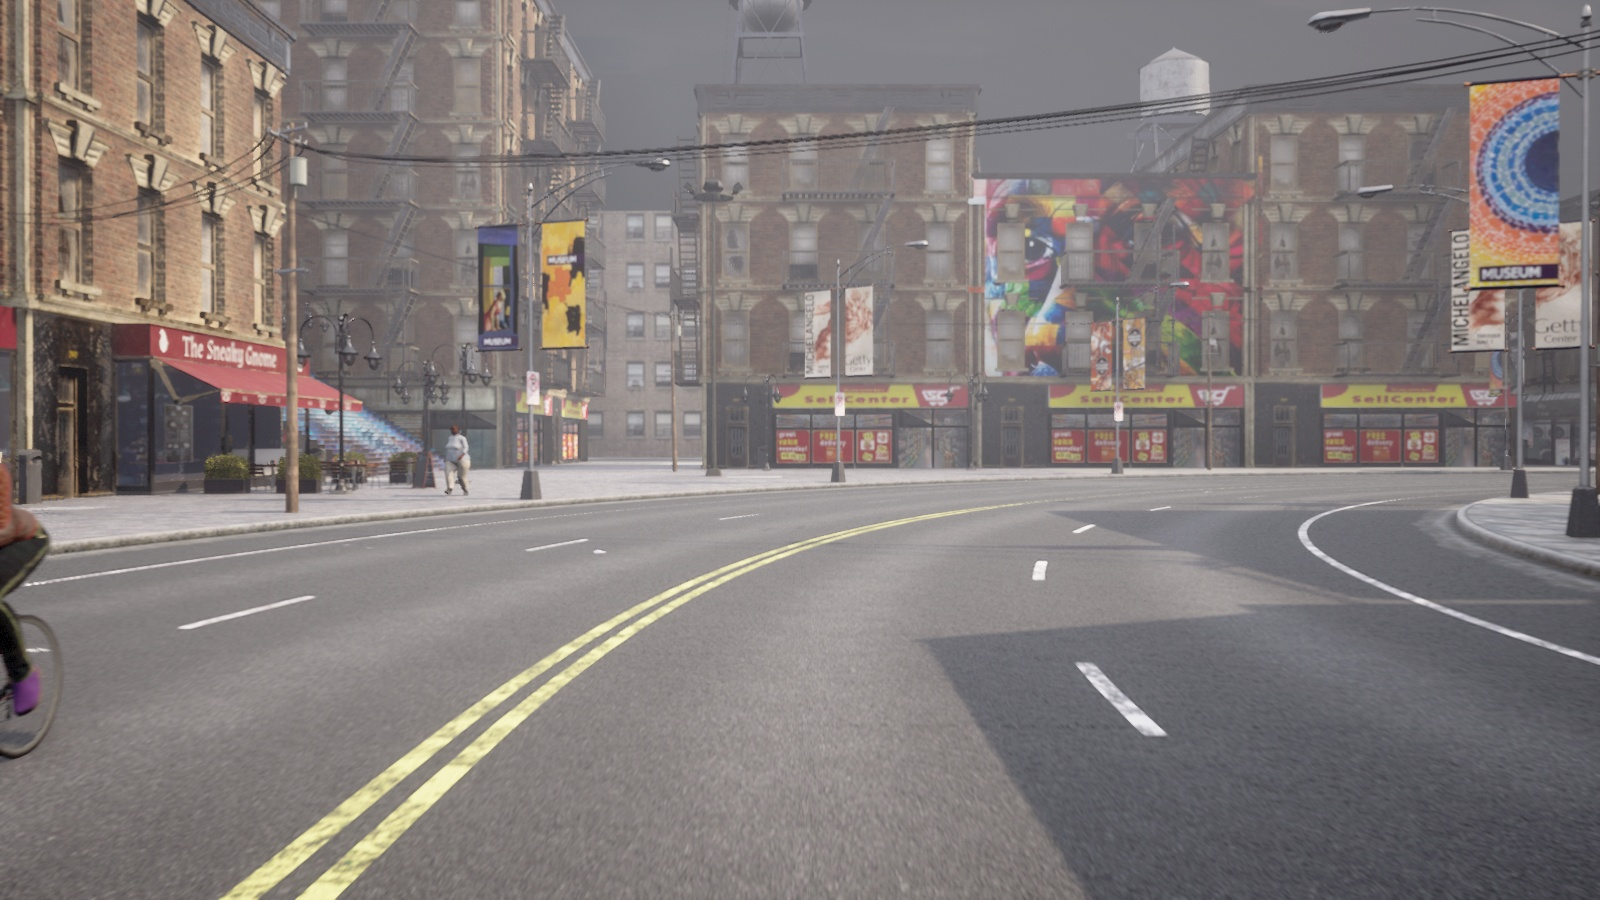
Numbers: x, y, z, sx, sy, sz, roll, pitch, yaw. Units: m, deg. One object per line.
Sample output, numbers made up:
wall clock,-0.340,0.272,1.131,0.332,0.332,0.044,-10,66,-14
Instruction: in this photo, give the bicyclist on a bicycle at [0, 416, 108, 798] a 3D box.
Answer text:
bicyclist on a bicycle,-3.687,0.664,5.361,0.582,1.620,1.656,0,1,-2

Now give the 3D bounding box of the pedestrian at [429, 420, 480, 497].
pedestrian,-8.546,0.206,31.088,0.874,1.855,0.900,0,0,17
